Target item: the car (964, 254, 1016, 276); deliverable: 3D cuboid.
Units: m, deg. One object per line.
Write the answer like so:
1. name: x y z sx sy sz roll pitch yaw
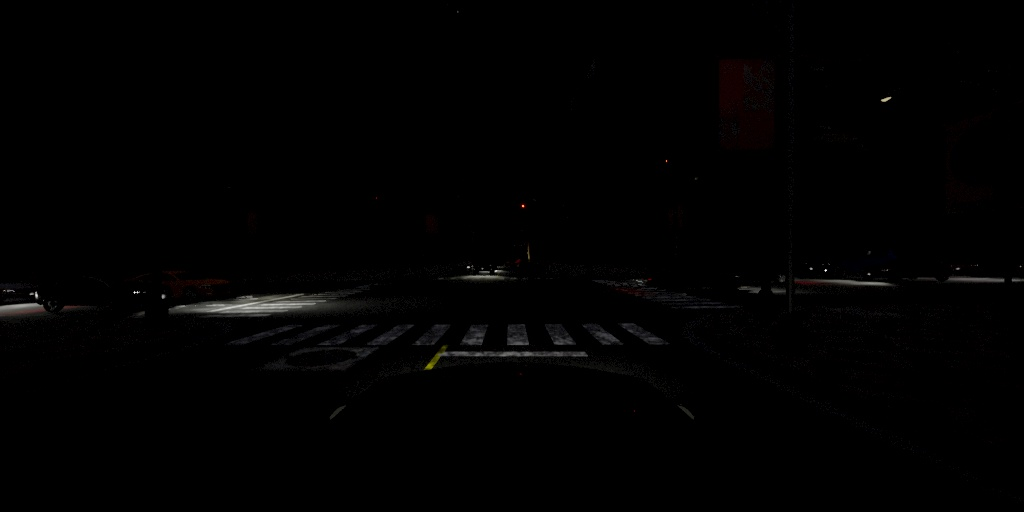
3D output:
1. car: 34.357 0.605 25.640 4.902 1.511 2.128 -1 0 0

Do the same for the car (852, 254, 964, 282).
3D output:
1. car: 24.617 0.811 22.389 4.674 1.442 1.812 -1 0 0

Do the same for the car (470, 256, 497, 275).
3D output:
1. car: -3.121 0.976 40.441 2.150 2.045 5.566 0 0 0

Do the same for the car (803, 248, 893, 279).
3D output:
1. car: 24.137 0.510 25.636 5.566 2.045 2.150 -1 0 0

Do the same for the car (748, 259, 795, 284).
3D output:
1. car: 14.734 0.964 22.351 4.892 1.490 1.837 -1 0 2

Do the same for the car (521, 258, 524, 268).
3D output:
1. car: 2.686 1.303 51.978 1.888 1.381 4.507 0 0 0

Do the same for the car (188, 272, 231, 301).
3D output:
1. car: -17.647 1.528 18.878 5.008 1.535 1.882 -1 0 2

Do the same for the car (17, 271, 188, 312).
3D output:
1. car: -17.625 1.547 15.634 4.902 1.511 2.128 -1 0 2

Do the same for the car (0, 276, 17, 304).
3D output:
1. car: -27.622 1.763 18.861 4.674 1.442 1.812 -1 0 0

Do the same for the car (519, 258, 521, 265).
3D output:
1. car: 2.661 1.311 57.422 2.007 1.370 4.403 0 0 0

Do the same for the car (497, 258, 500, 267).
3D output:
1. car: -3.166 1.320 50.947 1.994 1.385 4.181 0 0 0

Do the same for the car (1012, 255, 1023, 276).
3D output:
1. car: 34.924 0.710 22.394 4.718 1.301 1.895 -1 0 0

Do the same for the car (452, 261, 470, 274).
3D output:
1. car: -5.787 1.305 41.053 2.007 1.370 4.403 0 0 0

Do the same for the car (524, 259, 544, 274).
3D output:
1. car: 2.738 1.305 41.089 2.007 1.370 4.403 0 0 0

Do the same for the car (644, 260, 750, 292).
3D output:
1. car: 9.451 1.084 18.950 4.674 1.442 1.812 -1 1 5
